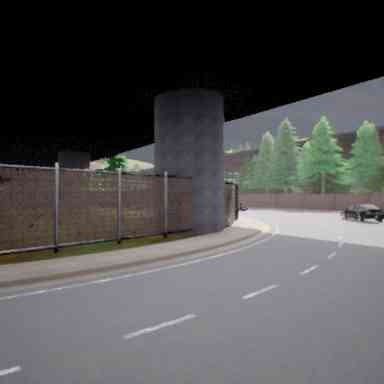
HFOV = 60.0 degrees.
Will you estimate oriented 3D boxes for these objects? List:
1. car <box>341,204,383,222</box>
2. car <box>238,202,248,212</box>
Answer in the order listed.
[{"bbox_3d":[15.162,1.846,29.755,1.837,1.490,4.892,1,-1,0],"label":"car"},{"bbox_3d":[6.040,2.101,47.133,1.994,1.385,4.181,0,-1,-30],"label":"car"}]
